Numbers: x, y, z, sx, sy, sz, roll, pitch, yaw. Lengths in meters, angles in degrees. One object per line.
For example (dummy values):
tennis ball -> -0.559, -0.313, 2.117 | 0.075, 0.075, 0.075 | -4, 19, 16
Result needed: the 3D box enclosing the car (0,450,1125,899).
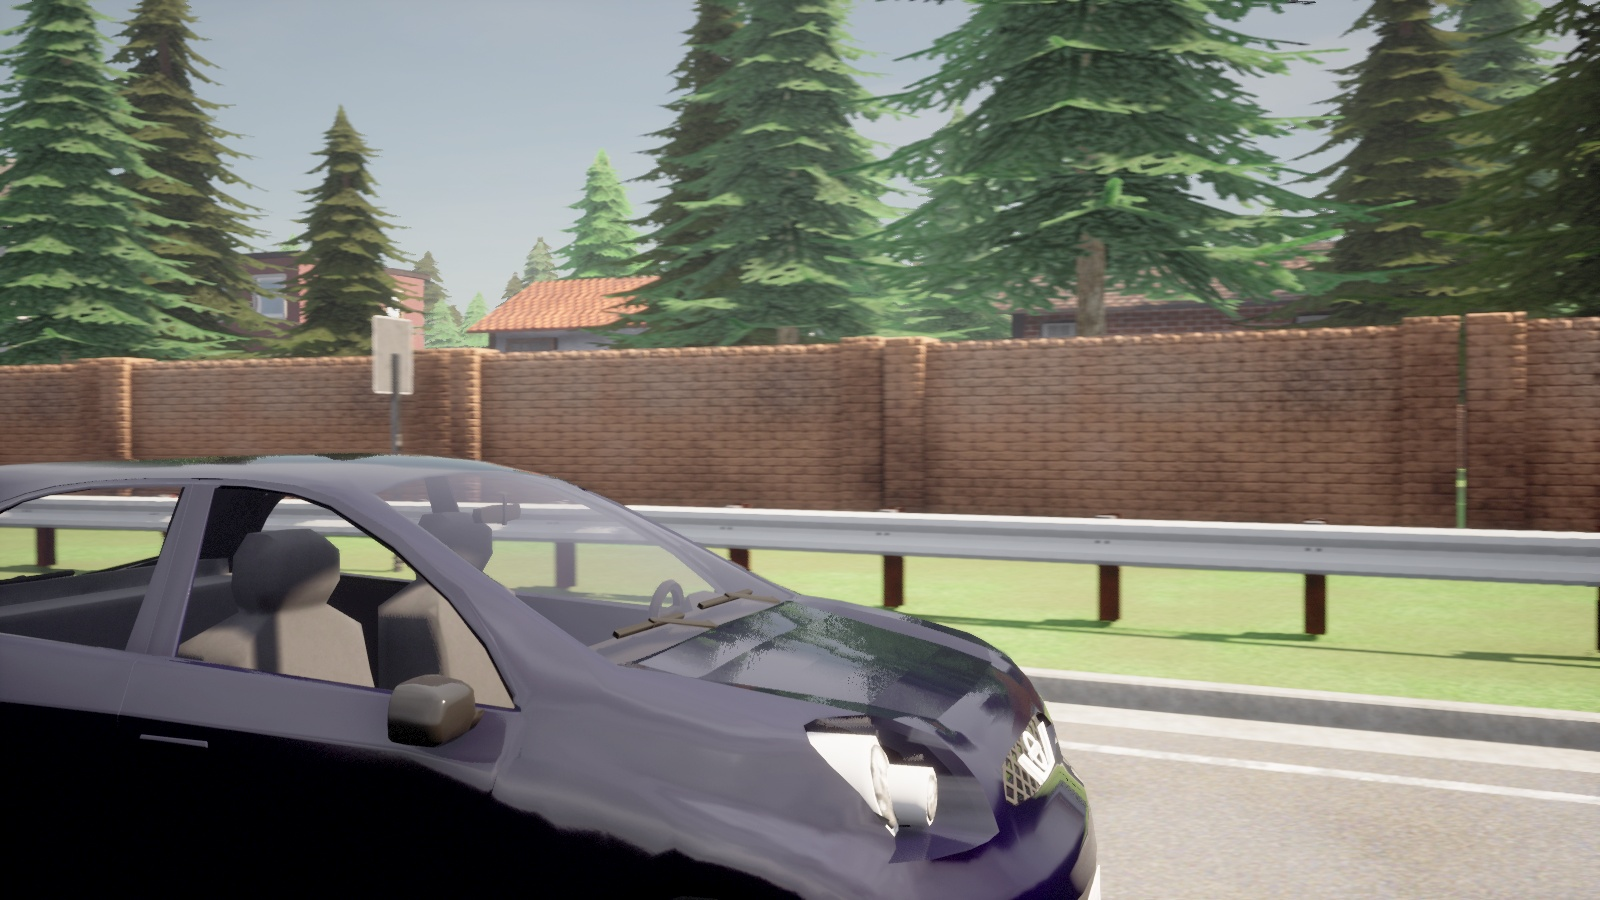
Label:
car -> -1.030, 0.780, 3.540 | 3.633, 1.501, 1.845 | 1, 1, 19
